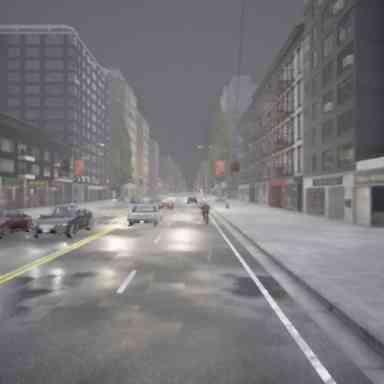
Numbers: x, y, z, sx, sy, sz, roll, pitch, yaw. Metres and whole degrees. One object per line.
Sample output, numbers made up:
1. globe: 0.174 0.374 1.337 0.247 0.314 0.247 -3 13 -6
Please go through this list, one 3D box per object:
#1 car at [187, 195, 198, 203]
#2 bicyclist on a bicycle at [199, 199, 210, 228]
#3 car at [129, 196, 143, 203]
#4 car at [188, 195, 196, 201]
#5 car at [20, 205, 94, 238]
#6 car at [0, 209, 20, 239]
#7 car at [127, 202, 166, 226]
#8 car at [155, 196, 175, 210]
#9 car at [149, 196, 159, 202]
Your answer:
1. car: 0.066 1.401 65.232 1.882 1.535 5.008 0 0 1
2. bicyclist on a bicycle: 0.897 1.434 21.092 0.582 1.620 1.656 0 0 0
3. car: -9.769 1.446 58.326 1.837 1.490 4.892 0 0 1
4. car: 0.018 1.437 82.311 2.033 1.411 5.357 0 0 0
5. car: -6.590 1.477 17.453 2.128 1.511 4.902 0 0 0
6. car: -9.842 1.550 17.015 1.994 1.385 4.181 0 0 0
7. car: -3.145 1.580 23.104 1.895 1.301 4.718 0 0 0
8. car: -3.141 1.558 41.858 1.895 1.301 4.718 0 0 0
9. car: -6.510 1.443 59.577 1.837 1.490 4.892 0 0 1
